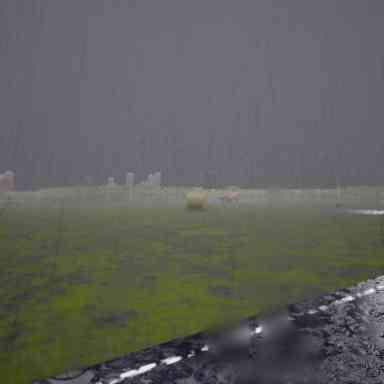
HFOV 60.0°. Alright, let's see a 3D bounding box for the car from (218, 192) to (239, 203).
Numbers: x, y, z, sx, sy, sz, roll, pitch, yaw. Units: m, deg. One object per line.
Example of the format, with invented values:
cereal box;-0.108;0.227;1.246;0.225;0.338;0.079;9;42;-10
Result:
car;7.800;0.948;68.305;2.150;2.045;5.566;-1;0;-12
